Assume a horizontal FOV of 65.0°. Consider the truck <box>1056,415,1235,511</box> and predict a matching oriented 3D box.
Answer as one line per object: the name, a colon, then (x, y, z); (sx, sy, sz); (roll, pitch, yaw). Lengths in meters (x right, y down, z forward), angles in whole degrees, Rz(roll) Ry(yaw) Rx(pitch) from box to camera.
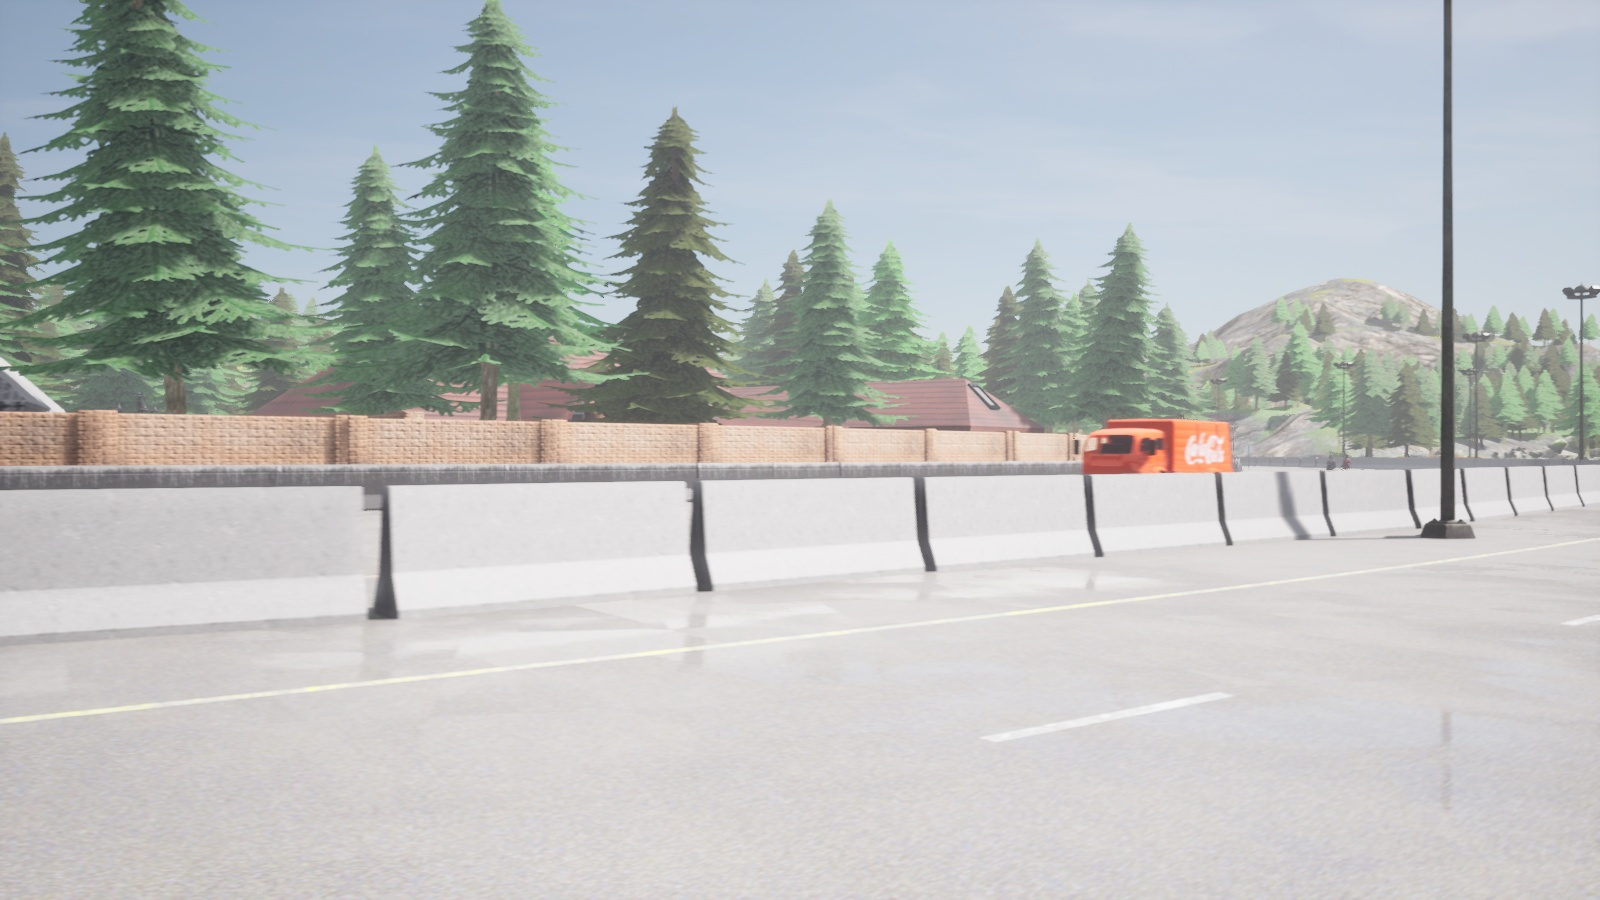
truck: (9.734, 0.330, 35.140); (2.627, 2.467, 5.204); (0, 0, 44)
